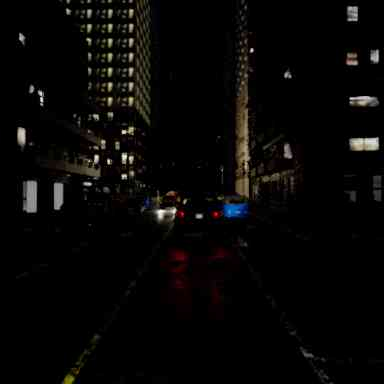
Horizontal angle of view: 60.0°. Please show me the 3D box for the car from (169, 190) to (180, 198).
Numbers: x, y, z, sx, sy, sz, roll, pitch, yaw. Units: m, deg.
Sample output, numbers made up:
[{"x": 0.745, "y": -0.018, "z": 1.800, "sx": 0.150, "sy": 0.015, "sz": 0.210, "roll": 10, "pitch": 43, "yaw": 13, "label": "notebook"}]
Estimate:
[{"x": -4.407, "y": 0.410, "z": 84.375, "sx": 2.192, "sy": 1.841, "sz": 5.009, "roll": 1, "pitch": 1, "yaw": 1, "label": "car"}]

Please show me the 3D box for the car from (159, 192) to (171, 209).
[{"x": -2.485, "y": 1.079, "z": 37.058, "sx": 1.882, "sy": 1.535, "sz": 5.008, "roll": 0, "pitch": 1, "yaw": 1, "label": "car"}]

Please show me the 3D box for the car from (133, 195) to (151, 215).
[{"x": -5.200, "y": 1.246, "z": 29.628, "sx": 1.947, "sy": 1.339, "sz": 4.313, "roll": 1, "pitch": 1, "yaw": 1, "label": "car"}]

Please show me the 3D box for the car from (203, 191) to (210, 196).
[{"x": 4.140, "y": 0.503, "z": 95.637, "sx": 1.752, "sy": 1.417, "sz": 4.829, "roll": 1, "pitch": 1, "yaw": 1, "label": "car"}]

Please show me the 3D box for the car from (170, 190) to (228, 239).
[{"x": 0.340, "y": 1.048, "z": 16.237, "sx": 2.150, "sy": 2.045, "sz": 5.566, "roll": 0, "pitch": 1, "yaw": 1, "label": "car"}]

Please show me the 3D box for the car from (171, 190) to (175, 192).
[{"x": -4.576, "y": 0.654, "z": 73.228, "sx": 1.967, "sy": 1.590, "sz": 4.097, "roll": 1, "pitch": 1, "yaw": 1, "label": "car"}]

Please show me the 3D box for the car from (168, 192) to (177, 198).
[{"x": -4.496, "y": 0.736, "z": 78.803, "sx": 1.802, "sy": 1.307, "sz": 4.206, "roll": 1, "pitch": 1, "yaw": 1, "label": "car"}]

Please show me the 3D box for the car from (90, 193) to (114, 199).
[{"x": -15.623, "y": 0.871, "z": 57.973, "sx": 4.097, "sy": 1.590, "sz": 1.967, "roll": 0, "pitch": -1, "yaw": 1, "label": "car"}]

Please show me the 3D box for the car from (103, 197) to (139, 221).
[{"x": -5.283, "y": 1.322, "z": 24.090, "sx": 1.802, "sy": 1.307, "sz": 4.206, "roll": 1, "pitch": 1, "yaw": 1, "label": "car"}]

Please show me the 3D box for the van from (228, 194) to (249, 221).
[{"x": 3.069, "y": 1.084, "z": 24.015, "sx": 1.690, "sy": 1.788, "sz": 3.998, "roll": 1, "pitch": 1, "yaw": 1, "label": "van"}]

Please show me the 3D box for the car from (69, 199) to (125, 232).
[{"x": -5.365, "y": 1.350, "z": 18.550, "sx": 2.008, "sy": 1.369, "sz": 4.403, "roll": 1, "pitch": 1, "yaw": 1, "label": "car"}]

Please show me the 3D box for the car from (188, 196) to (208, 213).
[{"x": 0.594, "y": 1.151, "z": 32.970, "sx": 1.837, "sy": 1.490, "sz": 4.892, "roll": 0, "pitch": 1, "yaw": 1, "label": "car"}]

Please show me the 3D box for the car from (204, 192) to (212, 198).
[{"x": 3.968, "y": 0.680, "z": 84.314, "sx": 1.802, "sy": 1.307, "sz": 4.206, "roll": 1, "pitch": 1, "yaw": 1, "label": "car"}]

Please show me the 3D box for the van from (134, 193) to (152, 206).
[{"x": -5.282, "y": 0.962, "z": 35.169, "sx": 1.690, "sy": 1.788, "sz": 3.998, "roll": 1, "pitch": 1, "yaw": 1, "label": "van"}]
